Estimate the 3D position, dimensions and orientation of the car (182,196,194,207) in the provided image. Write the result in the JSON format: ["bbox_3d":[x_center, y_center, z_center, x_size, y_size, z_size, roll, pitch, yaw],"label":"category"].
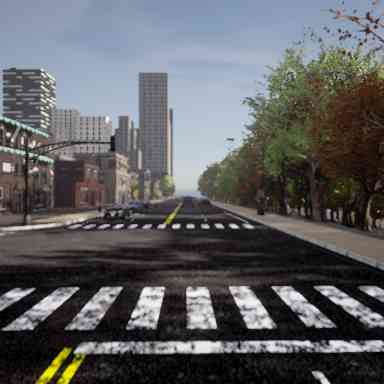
[{"bbox_3d":[-0.765,1.745,62.830,2.150,2.045,5.566,0,0,-1],"label":"car"}]

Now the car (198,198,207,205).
[{"bbox_3d":[2.252,2.098,72.126,1.837,1.490,4.892,0,0,-1],"label":"car"}]

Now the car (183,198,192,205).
[{"bbox_3d":[-0.994,2.087,73.412,1.882,1.535,5.008,0,0,-1],"label":"car"}]

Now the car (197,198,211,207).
[{"bbox_3d":[2.494,1.993,62.018,1.882,1.535,5.008,0,0,-1],"label":"car"}]

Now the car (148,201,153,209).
[{"bbox_3d":[-7.310,2.040,52.185,1.895,1.301,4.718,0,0,-1],"label":"car"}]

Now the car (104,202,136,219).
[{"bbox_3d":[-7.031,1.763,31.852,2.128,1.511,4.902,0,0,0],"label":"car"}]

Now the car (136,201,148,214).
[{"bbox_3d":[-7.175,1.899,41.652,2.033,1.411,5.357,0,0,-1],"label":"car"}]
